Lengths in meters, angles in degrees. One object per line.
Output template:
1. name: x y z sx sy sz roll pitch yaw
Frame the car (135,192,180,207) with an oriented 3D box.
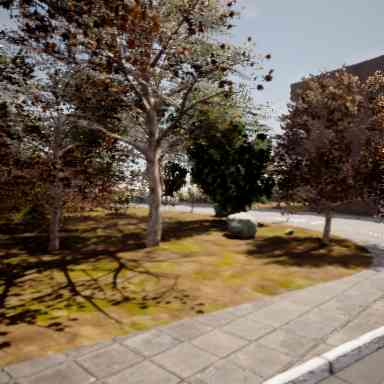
1. car: -3.503 0.706 31.870 4.718 1.301 1.895 3 0 30
